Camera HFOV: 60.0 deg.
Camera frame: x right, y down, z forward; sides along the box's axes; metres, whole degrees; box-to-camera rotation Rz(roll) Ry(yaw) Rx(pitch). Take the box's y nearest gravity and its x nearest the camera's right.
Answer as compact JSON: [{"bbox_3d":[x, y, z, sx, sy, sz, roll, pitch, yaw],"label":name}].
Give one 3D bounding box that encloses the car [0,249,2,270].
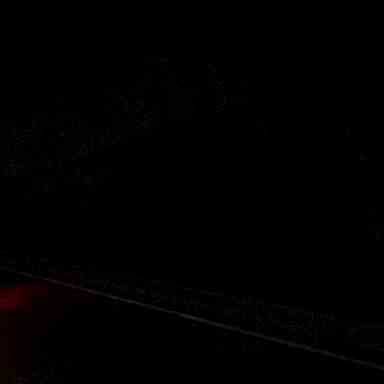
[{"bbox_3d":[-6.923,1.620,9.030,4.674,1.442,1.812,-1,0,36],"label":"car"}]
